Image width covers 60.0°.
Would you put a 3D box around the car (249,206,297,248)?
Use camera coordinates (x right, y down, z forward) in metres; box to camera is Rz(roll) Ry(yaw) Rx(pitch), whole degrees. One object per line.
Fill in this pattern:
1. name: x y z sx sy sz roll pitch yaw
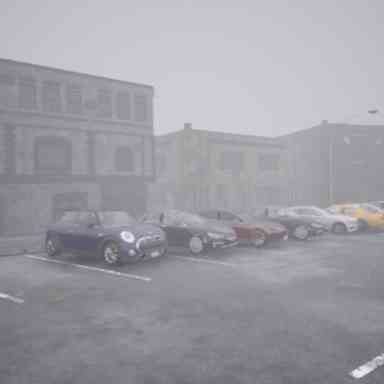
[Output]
1. car: 1.851 1.493 14.875 4.792 1.488 2.163 -1 -1 35

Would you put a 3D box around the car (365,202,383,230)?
1. car: 8.837 1.446 20.099 5.366 1.575 1.946 -1 0 35

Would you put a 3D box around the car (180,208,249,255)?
1. car: -0.568 1.470 13.192 4.892 1.521 2.231 -1 -1 35

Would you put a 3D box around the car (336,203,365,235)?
1. car: 6.602 1.493 18.298 4.674 1.452 2.002 -1 -1 35

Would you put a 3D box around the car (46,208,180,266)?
1. car: -2.978 1.350 11.507 4.553 1.767 2.185 -1 -1 35

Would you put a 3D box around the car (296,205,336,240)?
1. car: 4.211 1.459 16.604 4.892 1.521 2.231 -1 -1 34
